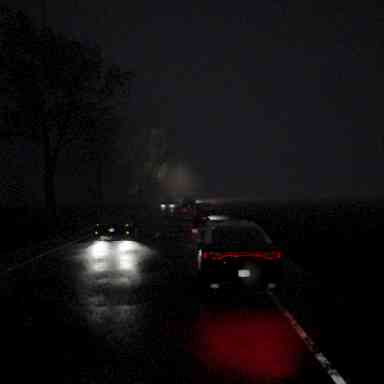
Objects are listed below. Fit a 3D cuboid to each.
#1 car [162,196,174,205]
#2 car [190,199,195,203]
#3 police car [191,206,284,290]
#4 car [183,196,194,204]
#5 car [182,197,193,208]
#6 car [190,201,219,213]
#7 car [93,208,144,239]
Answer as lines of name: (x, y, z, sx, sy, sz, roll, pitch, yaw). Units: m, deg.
car: (-4.176, 1.494, 57.600, 1.812, 1.442, 4.674, 0, 0, -1)
car: (0.929, 1.503, 25.122, 1.812, 1.442, 4.674, 0, 0, -1)
police car: (1.032, 1.414, 9.216, 1.930, 1.638, 5.238, 0, 0, 0)
car: (-0.699, 1.533, 62.383, 1.994, 1.385, 4.181, 0, 0, -1)
car: (-0.385, 1.570, 47.334, 1.895, 1.301, 4.718, 0, 0, -1)
car: (0.978, 1.486, 19.116, 1.837, 1.490, 4.892, 0, 0, 0)
car: (-3.664, 1.546, 17.143, 1.994, 1.385, 4.181, 0, 0, 0)
